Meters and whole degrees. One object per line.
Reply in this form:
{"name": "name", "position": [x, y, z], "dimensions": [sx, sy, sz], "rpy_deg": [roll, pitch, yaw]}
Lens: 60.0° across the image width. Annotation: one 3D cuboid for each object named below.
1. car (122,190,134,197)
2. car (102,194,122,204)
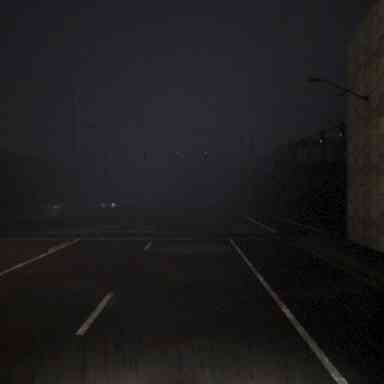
{"name": "car", "position": [-14.028, 0.495, 72.931], "dimensions": [2.150, 2.045, 5.566], "rpy_deg": [0, 0, 0]}
{"name": "car", "position": [-14.060, 1.079, 57.711], "dimensions": [2.097, 1.767, 4.553], "rpy_deg": [0, 0, 1]}
